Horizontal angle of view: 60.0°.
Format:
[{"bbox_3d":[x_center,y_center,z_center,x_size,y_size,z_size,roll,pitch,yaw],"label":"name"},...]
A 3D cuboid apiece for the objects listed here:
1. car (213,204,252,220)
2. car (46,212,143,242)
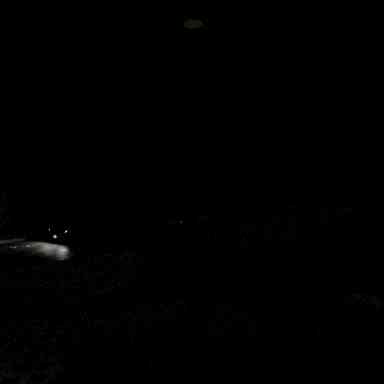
[{"bbox_3d":[3.779,1.860,30.352,2.128,1.511,4.902,0,0,36],"label":"car"},{"bbox_3d":[-5.041,1.791,18.163,2.033,1.411,5.357,0,0,36],"label":"car"}]
